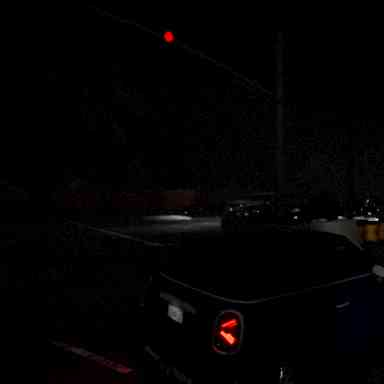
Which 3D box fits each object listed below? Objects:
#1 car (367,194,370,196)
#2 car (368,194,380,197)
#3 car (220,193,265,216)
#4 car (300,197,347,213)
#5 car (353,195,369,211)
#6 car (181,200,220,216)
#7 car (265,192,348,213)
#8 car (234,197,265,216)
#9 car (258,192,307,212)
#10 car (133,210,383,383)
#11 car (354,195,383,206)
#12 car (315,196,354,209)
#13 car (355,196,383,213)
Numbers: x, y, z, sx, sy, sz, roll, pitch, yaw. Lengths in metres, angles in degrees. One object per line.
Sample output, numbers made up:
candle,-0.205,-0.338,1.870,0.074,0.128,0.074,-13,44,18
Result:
car,21.730,1.090,40.867,4.553,1.767,2.097,0,0,-36
car,21.739,1.258,36.573,4.892,1.490,1.837,0,0,-36
car,5.533,1.083,29.374,5.566,2.045,2.150,0,0,-35
car,13.985,1.345,35.341,5.357,1.411,2.033,0,0,-36
car,14.247,1.336,31.229,4.674,1.442,1.812,0,0,-36
car,1.620,1.424,30.902,5.357,1.411,2.033,0,0,-35
car,7.847,1.096,22.475,5.566,2.045,2.150,0,0,-36
car,5.934,1.366,25.388,4.902,1.511,2.128,0,0,-35
car,10.113,1.033,36.878,5.566,2.045,2.150,0,0,-36
car,1.548,1.326,4.850,4.553,1.767,2.097,0,0,-36
car,25.872,1.181,48.406,4.902,1.511,2.128,0,0,-38
car,18.347,1.296,42.754,5.357,1.411,2.033,0,0,-36
car,16.612,1.355,28.617,5.357,1.411,2.033,0,0,-36
